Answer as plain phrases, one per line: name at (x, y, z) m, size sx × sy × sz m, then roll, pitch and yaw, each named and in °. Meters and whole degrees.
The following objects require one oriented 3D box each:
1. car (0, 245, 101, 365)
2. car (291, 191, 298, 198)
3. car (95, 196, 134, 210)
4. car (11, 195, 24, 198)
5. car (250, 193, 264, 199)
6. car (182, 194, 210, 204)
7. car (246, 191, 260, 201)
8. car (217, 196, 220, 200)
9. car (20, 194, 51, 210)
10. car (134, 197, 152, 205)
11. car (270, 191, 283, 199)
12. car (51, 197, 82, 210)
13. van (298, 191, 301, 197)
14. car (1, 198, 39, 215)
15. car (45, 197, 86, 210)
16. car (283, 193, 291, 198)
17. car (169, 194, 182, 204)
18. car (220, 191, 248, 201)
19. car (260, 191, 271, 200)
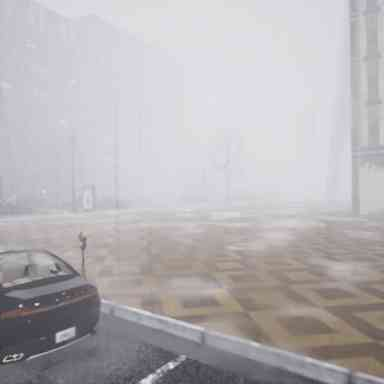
car at (-3.356, 1.545, 5.419) m, size 4.403 × 1.369 × 2.008 m, roll 0°, pitch -1°, yaw 35°
car at (23.559, 0.896, 80.968) m, size 1.802 × 1.307 × 4.206 m, roll 0°, pitch 0°, yaw 36°
car at (-8.726, 1.149, 36.101) m, size 1.967 × 1.590 × 4.097 m, roll 0°, pitch 0°, yaw 36°
car at (-19.154, 1.340, 31.518) m, size 1.882 × 1.535 × 5.008 m, roll -1°, pitch 0°, yaw 37°
car at (16.758, 0.994, 85.863) m, size 1.947 × 1.339 × 4.313 m, roll 0°, pitch 0°, yaw 36°
car at (0.958, 1.025, 49.561) m, size 1.967 × 1.590 × 4.097 m, roll 0°, pitch 0°, yaw 36°
car at (10.645, 1.012, 63.021) m, size 1.887 × 1.381 × 4.507 m, roll 0°, pitch 0°, yaw 36°
car at (7.071, 0.982, 72.403) m, size 1.967 × 1.590 × 4.097 m, roll 0°, pitch 0°, yaw 36°
car at (-18.757, 1.180, 36.510) m, size 2.192 × 1.841 × 5.009 m, roll 0°, pitch 0°, yaw 36°
car at (-7.926, 1.317, 47.127) m, size 1.895 × 1.301 × 4.718 m, roll -1°, pitch 0°, yaw 36°
car at (17.099, 0.705, 71.994) m, size 2.192 × 1.841 × 5.009 m, roll 0°, pitch 0°, yaw 36°
car at (-13.612, 1.316, 39.228) m, size 1.812 × 1.442 × 4.674 m, roll -1°, pitch 0°, yaw 35°
van at (26.785, 0.619, 85.454) m, size 1.690 × 1.788 × 3.998 m, roll -1°, pitch 0°, yaw 36°
car at (-15.182, 1.376, 27.127) m, size 1.802 × 1.307 × 4.206 m, roll 0°, pitch 0°, yaw 36°
car at (-15.526, 1.367, 40.997) m, size 1.887 × 1.381 × 4.507 m, roll 0°, pitch 0°, yaw 36°
car at (20.330, 0.902, 76.481) m, size 2.008 × 1.369 × 4.403 m, roll 0°, pitch 0°, yaw 36°
car at (-1.778, 1.131, 55.584) m, size 2.128 × 1.511 × 4.902 m, roll -1°, pitch 0°, yaw 36°
car at (7.416, 1.057, 58.534) m, size 2.008 × 1.369 × 4.403 m, roll 0°, pitch 0°, yaw 36°
car at (13.873, 1.010, 67.507) m, size 1.802 × 1.307 × 4.206 m, roll 0°, pitch 0°, yaw 36°
